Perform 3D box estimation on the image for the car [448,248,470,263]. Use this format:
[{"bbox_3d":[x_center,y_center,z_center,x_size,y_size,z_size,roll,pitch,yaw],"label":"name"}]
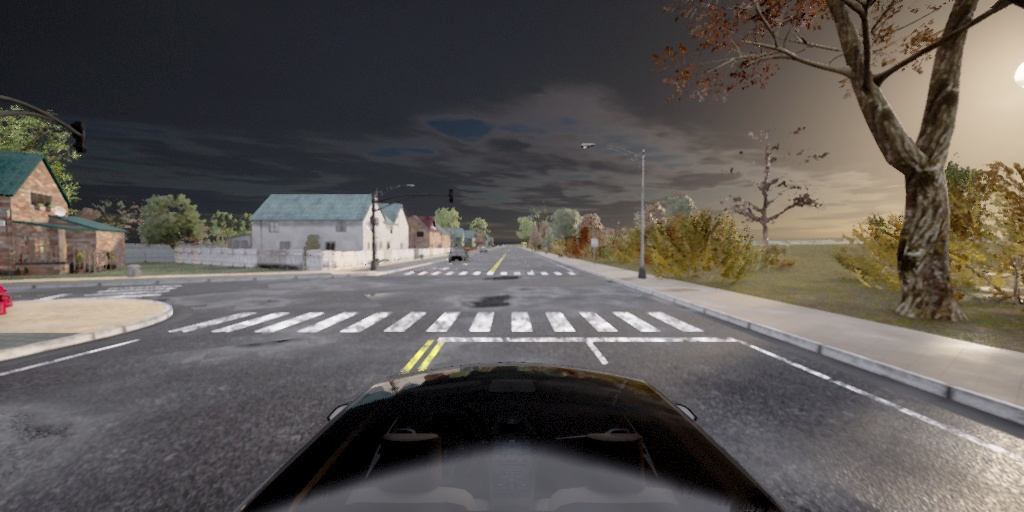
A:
[{"bbox_3d":[-6.472,-0.155,44.029,2.097,1.767,4.553,0,1,0],"label":"car"}]
